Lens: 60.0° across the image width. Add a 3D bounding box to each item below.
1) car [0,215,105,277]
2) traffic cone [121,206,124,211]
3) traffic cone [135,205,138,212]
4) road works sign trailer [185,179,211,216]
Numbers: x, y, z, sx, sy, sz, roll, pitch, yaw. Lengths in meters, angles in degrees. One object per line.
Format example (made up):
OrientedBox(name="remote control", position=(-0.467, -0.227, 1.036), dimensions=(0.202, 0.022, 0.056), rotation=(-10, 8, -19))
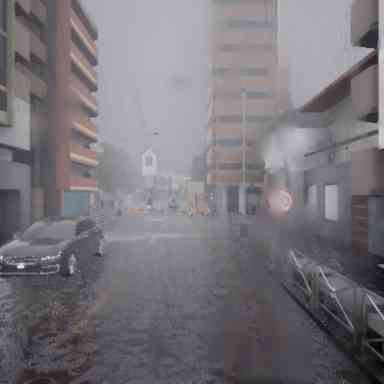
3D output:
OrientedBox(name="car", position=(-4.100, 1.538, 10.386), dimensions=(1.837, 1.490, 4.892), rotation=(0, 0, 0))
OrientedBox(name="traffic cone", position=(-8.919, 2.089, 42.513), dimensions=(0.340, 0.580, 0.340), rotation=(0, 0, -37))
OrientedBox(name="traffic cone", position=(-6.534, 2.081, 39.302), dimensions=(0.340, 0.580, 0.340), rotation=(0, 0, -37))
OrientedBox(name="road works sign trailer", position=(0.196, 0.569, 33.096), dimensions=(2.380, 3.560, 2.880), rotation=(0, 0, -37))
